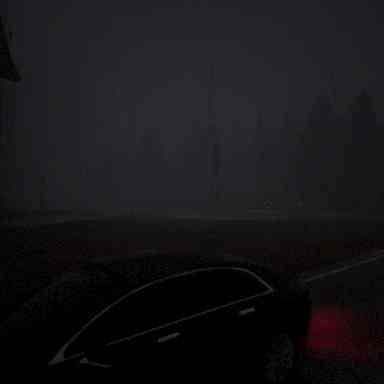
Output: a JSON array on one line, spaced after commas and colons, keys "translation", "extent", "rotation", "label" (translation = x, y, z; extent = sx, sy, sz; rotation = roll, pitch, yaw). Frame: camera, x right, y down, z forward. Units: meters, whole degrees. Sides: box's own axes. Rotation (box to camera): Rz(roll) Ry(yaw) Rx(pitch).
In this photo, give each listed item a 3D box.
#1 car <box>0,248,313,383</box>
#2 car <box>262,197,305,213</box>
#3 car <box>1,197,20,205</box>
[{"translation": [-0.666, 1.494, 3.673], "extent": [4.892, 1.490, 1.837], "rotation": [-1, 0, -36], "label": "car"}, {"translation": [10.333, 1.341, 37.647], "extent": [4.553, 1.767, 2.097], "rotation": [0, 0, 34], "label": "car"}, {"translation": [-29.757, 1.460, 53.087], "extent": [1.994, 1.381, 4.181], "rotation": [0, 0, 33], "label": "car"}]
